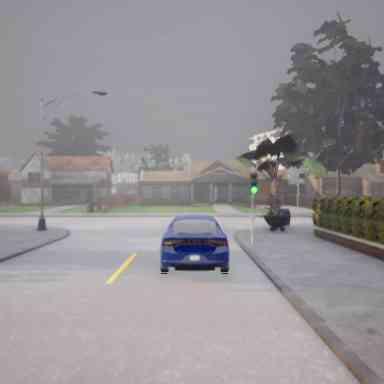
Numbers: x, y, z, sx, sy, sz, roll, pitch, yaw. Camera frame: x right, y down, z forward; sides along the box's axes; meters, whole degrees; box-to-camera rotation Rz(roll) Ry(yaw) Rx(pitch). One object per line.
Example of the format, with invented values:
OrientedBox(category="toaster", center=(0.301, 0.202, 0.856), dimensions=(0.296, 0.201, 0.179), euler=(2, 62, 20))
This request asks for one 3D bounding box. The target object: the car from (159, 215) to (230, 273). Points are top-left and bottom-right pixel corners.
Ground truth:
OrientedBox(category="car", center=(0.073, 1.473, 10.678), dimensions=(1.882, 1.535, 5.008), euler=(0, 0, 0))
